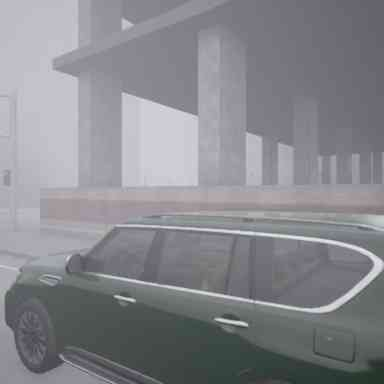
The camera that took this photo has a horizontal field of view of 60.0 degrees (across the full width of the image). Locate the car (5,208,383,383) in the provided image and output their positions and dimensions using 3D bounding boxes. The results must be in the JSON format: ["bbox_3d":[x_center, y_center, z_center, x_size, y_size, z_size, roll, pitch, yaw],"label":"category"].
[{"bbox_3d":[0.051,1.222,3.948,5.566,2.045,2.150,0,0,36],"label":"car"}]
